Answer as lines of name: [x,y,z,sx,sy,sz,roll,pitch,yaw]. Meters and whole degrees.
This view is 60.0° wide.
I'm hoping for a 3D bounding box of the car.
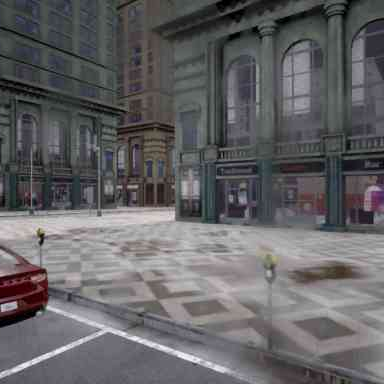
car: [-4.493,1.545,6.170,4.507,1.381,1.887,0,0,35]
